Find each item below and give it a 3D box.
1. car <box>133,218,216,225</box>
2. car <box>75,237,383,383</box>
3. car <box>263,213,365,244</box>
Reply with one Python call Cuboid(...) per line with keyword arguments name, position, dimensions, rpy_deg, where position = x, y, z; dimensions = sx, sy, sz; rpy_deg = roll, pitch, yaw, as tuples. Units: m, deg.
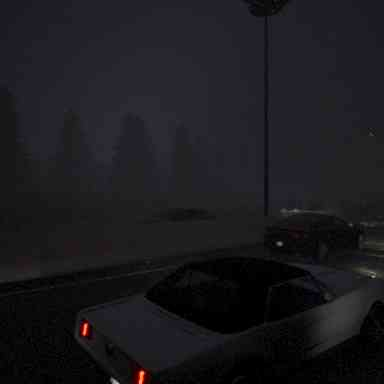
Cuboid(name="car", position=(-0.791, 1.570, 17.158), dimensions=(4.892, 1.490, 1.837), rpy_deg=(0, 0, -42))
Cuboid(name="car", position=(0.991, 1.620, 4.712), dimensions=(4.718, 1.301, 1.895), rpy_deg=(0, 0, -38))
Cuboid(name="car", position=(4.688, 1.526, 12.416), dimensions=(5.008, 1.535, 1.882), rpy_deg=(0, 0, -42))
